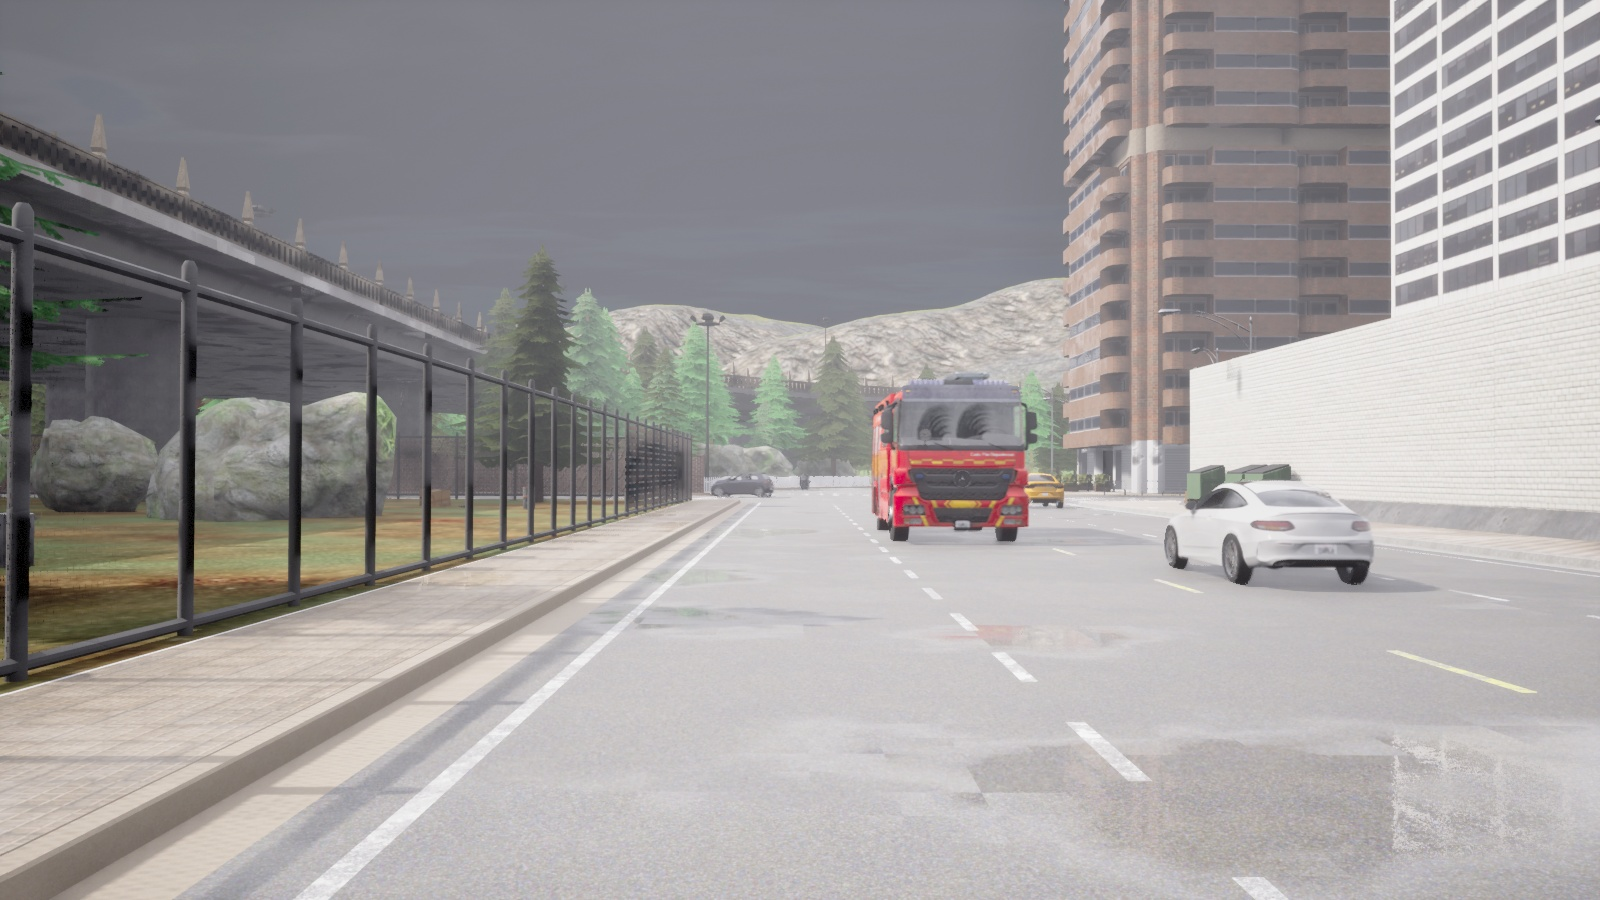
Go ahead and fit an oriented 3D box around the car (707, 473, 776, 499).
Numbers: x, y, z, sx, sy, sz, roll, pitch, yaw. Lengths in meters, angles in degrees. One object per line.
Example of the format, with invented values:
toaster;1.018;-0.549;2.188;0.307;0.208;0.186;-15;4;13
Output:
car;-3.443;2.109;73.899;3.633;1.501;1.845;-1;-1;15

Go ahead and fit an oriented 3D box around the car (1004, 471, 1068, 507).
car;10.344;1.679;55.422;1.882;1.535;5.008;0;-1;0

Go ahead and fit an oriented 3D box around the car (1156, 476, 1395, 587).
car;6.946;1.130;18.928;1.812;1.442;4.674;0;-1;0

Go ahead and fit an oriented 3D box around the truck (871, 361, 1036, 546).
truck;3.410;0.143;30.245;2.891;3.827;8.468;0;-1;0
